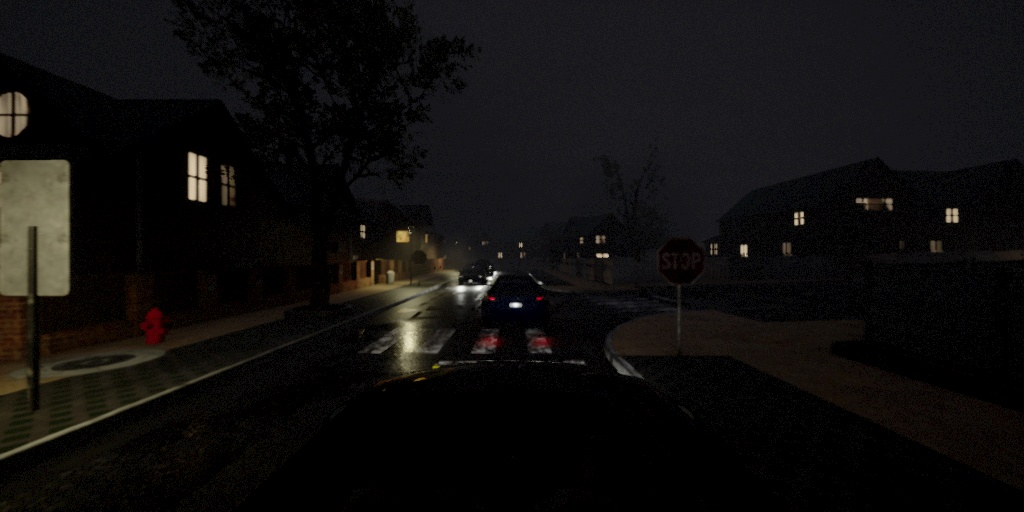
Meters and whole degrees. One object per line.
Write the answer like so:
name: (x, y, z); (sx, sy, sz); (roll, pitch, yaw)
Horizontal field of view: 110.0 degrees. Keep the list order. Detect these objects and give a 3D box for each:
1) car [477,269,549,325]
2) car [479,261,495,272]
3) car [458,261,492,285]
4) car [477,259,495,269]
car: (0.099, 1.317, 11.852); (1.994, 1.385, 4.181); (0, 0, 0)
car: (-3.377, 1.376, 48.384); (1.895, 1.301, 4.718); (0, 0, -7)
car: (-2.838, 1.300, 26.839); (2.033, 1.411, 5.357); (0, 0, -1)
car: (-2.929, 1.104, 36.469); (2.097, 1.767, 4.553); (0, 0, -1)
